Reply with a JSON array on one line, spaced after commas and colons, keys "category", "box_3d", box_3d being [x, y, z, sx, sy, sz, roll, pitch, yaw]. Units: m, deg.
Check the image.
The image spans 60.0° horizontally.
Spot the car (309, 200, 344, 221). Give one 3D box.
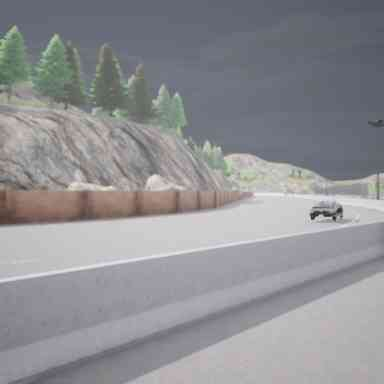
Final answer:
[{"category": "car", "box_3d": [10.713, 1.361, 26.165, 2.033, 1.411, 5.357, 0, 0, 33]}]
